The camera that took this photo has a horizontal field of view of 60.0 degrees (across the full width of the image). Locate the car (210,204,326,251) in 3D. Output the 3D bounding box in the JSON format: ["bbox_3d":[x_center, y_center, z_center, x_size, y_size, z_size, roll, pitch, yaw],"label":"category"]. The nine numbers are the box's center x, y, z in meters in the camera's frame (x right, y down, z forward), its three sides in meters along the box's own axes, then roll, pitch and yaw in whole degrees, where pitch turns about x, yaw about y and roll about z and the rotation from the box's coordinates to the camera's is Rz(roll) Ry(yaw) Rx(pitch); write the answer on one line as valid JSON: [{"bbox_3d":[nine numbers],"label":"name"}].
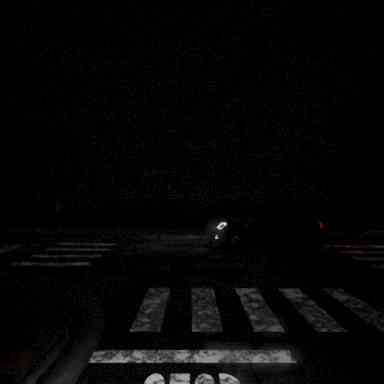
[{"bbox_3d":[3.042,1.351,13.866,4.553,1.767,2.097,1,1,0],"label":"car"}]

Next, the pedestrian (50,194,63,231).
[{"bbox_3d":[-6.860,1.004,16.764,0.375,1.860,0.375,0,1,0],"label":"pedestrian"}]
